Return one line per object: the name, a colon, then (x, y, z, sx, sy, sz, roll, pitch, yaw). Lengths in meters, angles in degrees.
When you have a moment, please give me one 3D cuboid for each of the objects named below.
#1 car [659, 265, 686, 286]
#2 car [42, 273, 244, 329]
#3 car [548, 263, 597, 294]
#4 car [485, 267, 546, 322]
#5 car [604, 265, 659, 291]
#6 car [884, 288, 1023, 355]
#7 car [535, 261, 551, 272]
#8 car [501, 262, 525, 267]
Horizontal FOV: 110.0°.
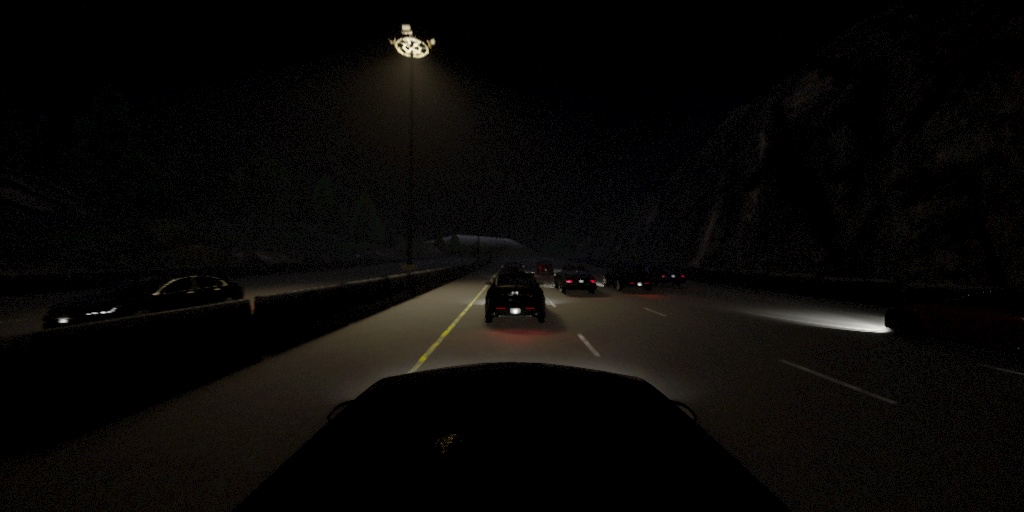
car: (10.592, 1.362, 26.049, 2.033, 1.411, 5.357, 0, 0, 0)
car: (-10.548, 1.306, 10.870, 1.837, 1.490, 4.892, 0, -1, 0)
car: (3.593, 1.367, 21.121, 2.033, 1.411, 5.357, 0, 0, 0)
car: (0.096, 1.312, 12.570, 1.837, 1.490, 4.892, 0, 0, 0)
car: (7.093, 1.325, 22.346, 1.837, 1.490, 4.892, 0, 0, 0)
car: (10.598, 1.350, 7.477, 1.994, 1.385, 4.181, 0, 0, 0)
car: (3.587, 1.278, 40.406, 1.812, 1.442, 4.674, 0, 0, 0)
car: (0.090, 1.277, 31.733, 1.882, 1.535, 5.008, 0, 0, 0)
